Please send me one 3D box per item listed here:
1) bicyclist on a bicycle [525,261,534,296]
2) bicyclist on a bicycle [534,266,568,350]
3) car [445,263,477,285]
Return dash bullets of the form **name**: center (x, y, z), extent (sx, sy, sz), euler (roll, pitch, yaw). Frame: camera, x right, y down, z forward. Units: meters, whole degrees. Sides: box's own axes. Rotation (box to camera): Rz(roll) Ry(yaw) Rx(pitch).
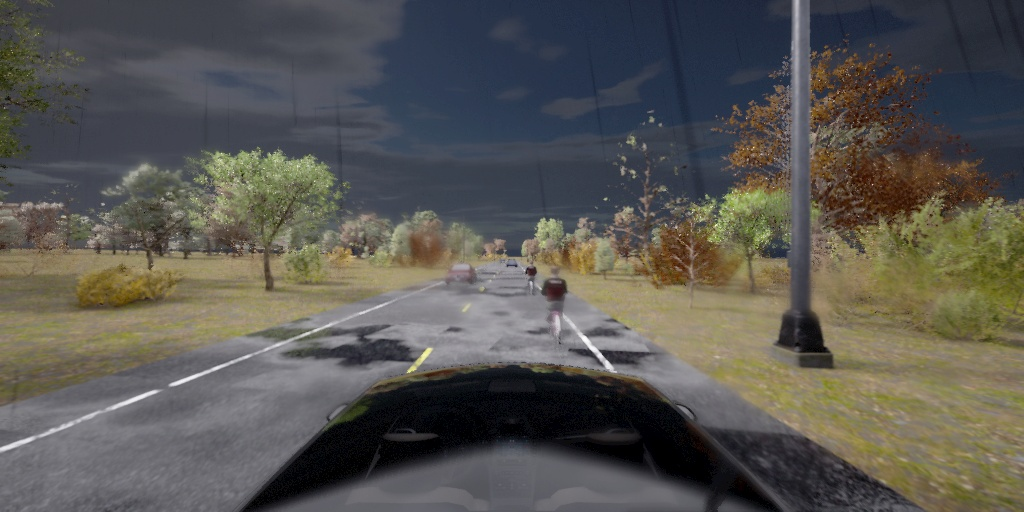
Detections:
- **bicyclist on a bicycle**: center (0.957, 1.119, 17.894), extent (0.659, 1.776, 1.843), euler (0, 0, 0)
- **bicyclist on a bicycle**: center (0.959, 1.119, 8.153), extent (0.659, 1.776, 1.843), euler (0, 0, 0)
- **car**: center (-3.604, 1.277, 26.128), extent (1.812, 1.442, 4.674), euler (0, 0, 0)
